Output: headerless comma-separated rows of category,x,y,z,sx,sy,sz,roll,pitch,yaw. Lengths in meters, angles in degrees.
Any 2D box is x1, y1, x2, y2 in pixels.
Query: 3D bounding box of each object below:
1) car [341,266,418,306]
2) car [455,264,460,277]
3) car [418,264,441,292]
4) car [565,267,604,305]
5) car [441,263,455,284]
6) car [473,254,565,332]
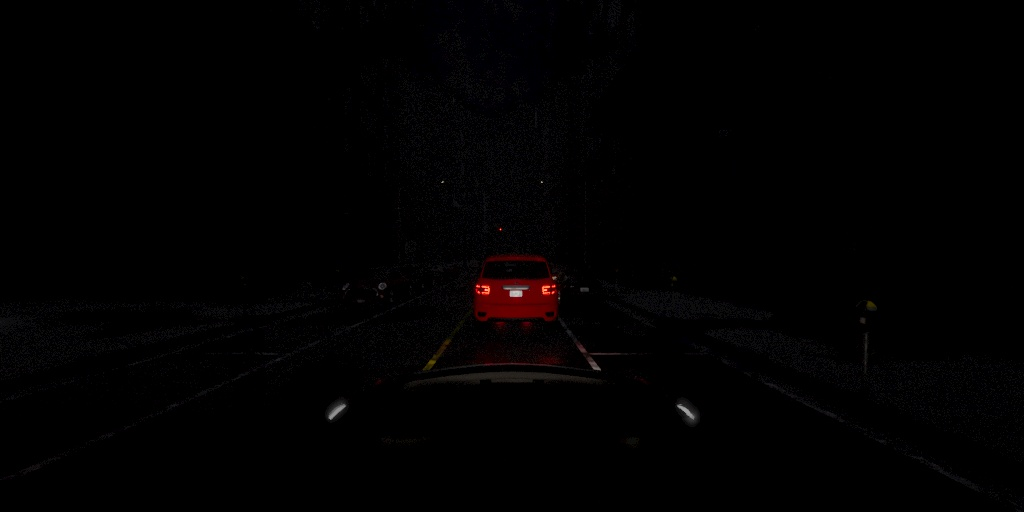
car,-5.763,1.188,15.663,1.967,1.591,4.097,0,0,0
car,-5.760,1.295,32.179,1.888,1.381,4.507,0,0,0
car,-5.762,1.315,21.169,1.948,1.339,4.313,0,0,0
car,2.763,1.314,15.662,1.948,1.339,4.313,0,0,0
car,-5.761,1.300,26.674,2.007,1.370,4.403,0,0,0
car,0.103,0.970,11.023,2.150,2.045,5.566,0,0,0
